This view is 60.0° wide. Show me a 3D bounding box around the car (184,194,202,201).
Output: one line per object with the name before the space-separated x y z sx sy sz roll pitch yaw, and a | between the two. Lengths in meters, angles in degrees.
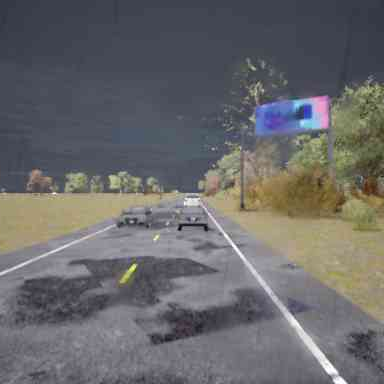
car | 0.106 1.239 43.464 2.150 2.045 5.566 0 0 1

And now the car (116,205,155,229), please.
car | -3.574 1.573 21.641 1.994 1.385 4.181 0 0 0

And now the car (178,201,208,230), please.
car | 0.068 1.557 21.024 2.033 1.411 5.357 0 0 0
